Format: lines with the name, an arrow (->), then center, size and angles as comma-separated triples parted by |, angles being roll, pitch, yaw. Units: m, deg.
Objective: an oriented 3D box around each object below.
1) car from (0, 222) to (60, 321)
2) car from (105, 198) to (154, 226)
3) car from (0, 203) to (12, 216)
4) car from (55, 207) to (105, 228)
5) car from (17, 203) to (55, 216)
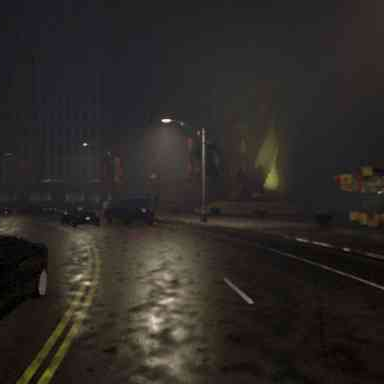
car -> -4.054, 1.546, 5.820 | 1.882, 1.535, 5.008 | 0, -1, -7
car -> -5.010, 1.489, 26.194 | 2.150, 2.045, 5.566 | 0, -1, -35
car -> -21.636, 1.913, 36.238 | 4.892, 1.490, 1.837 | 0, -1, 30
car -> -8.498, 1.832, 24.955 | 1.994, 1.385, 4.181 | 0, -1, -36
car -> -17.795, 1.965, 38.137 | 5.357, 1.411, 2.033 | -1, -1, 32
